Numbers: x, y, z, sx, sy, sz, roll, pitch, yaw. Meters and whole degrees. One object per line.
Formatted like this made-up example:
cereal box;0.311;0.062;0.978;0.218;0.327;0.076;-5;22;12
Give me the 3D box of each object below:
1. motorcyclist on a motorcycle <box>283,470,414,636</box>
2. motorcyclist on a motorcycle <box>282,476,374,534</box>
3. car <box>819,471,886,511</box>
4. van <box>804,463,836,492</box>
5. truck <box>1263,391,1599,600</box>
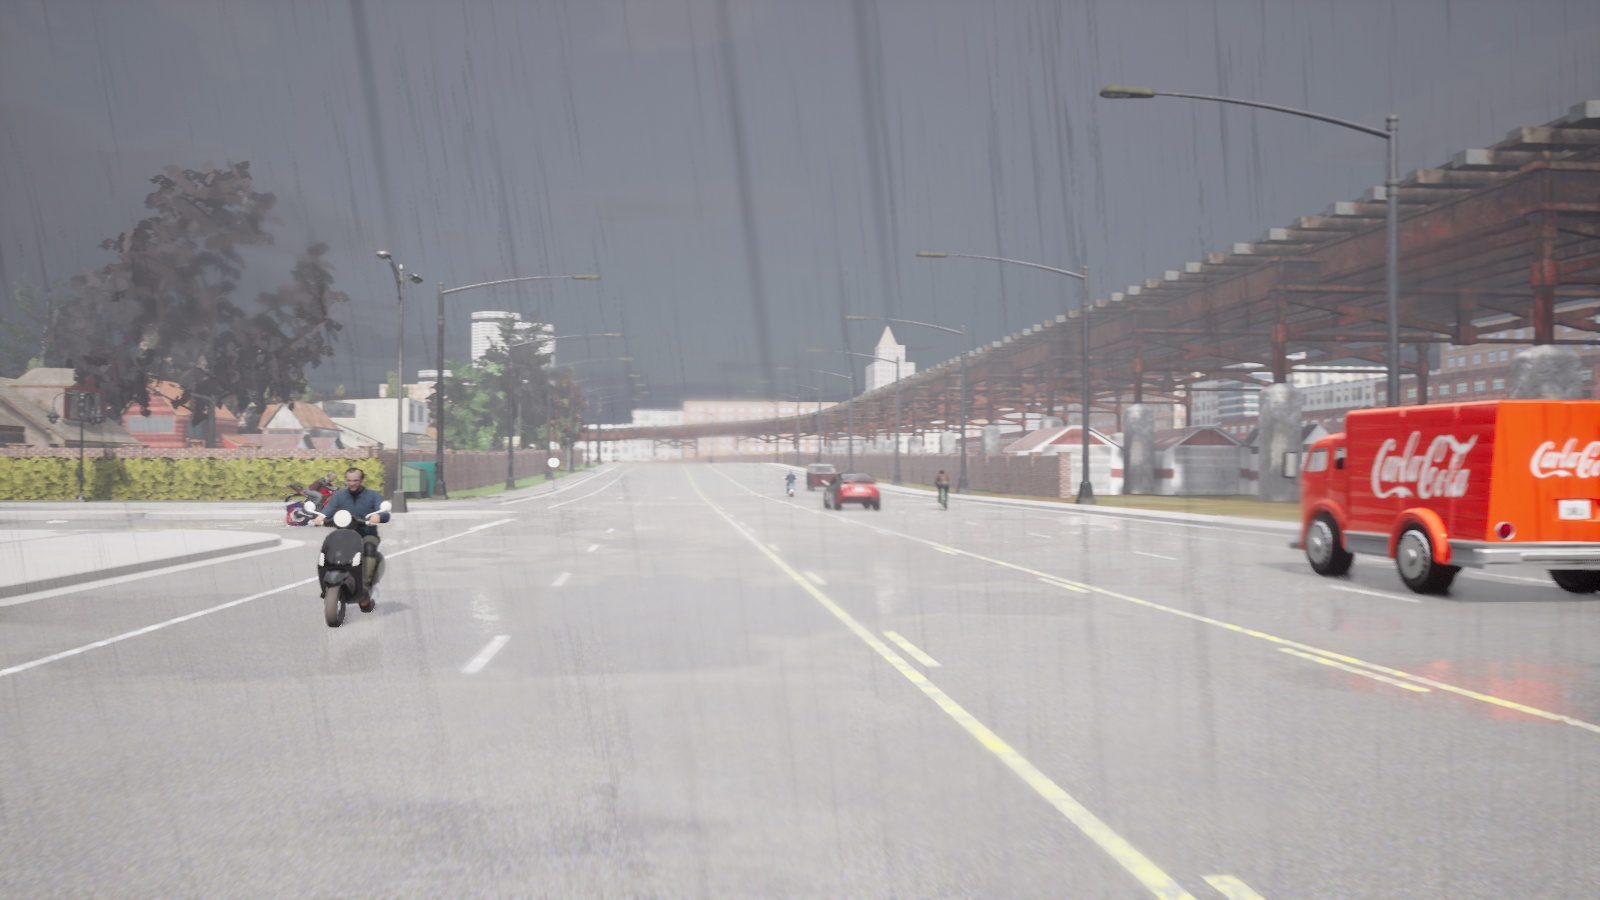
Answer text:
motorcyclist on a motorcycle;-4.650;1.011;13.066;0.866;1.590;1.817;0;-1;-6
motorcyclist on a motorcycle;-12.901;1.492;34.359;2.191;1.530;0.866;0;-1;-4
car;2.046;1.594;50.314;2.007;1.525;4.514;0;-1;-6
van;1.395;1.945;90.521;1.775;1.987;4.442;0;0;-6
truck;8.960;0.575;17.548;2.627;2.467;5.204;0;-1;-6
